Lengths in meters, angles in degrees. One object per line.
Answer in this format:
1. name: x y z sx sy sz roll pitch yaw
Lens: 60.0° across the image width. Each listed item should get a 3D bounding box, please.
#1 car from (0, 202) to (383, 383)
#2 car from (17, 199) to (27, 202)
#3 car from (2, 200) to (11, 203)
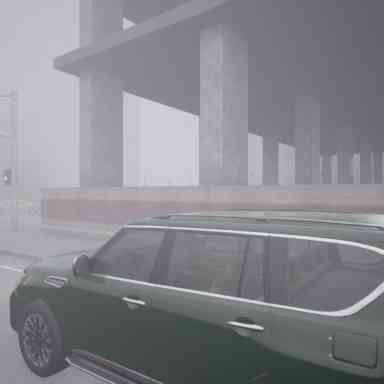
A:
1. car: 0.147 1.221 3.878 5.566 2.045 2.150 0 0 35
2. car: -14.274 1.547 33.391 2.128 1.511 4.902 0 0 36
3. car: -18.323 1.533 33.742 1.882 1.535 5.008 0 0 36
